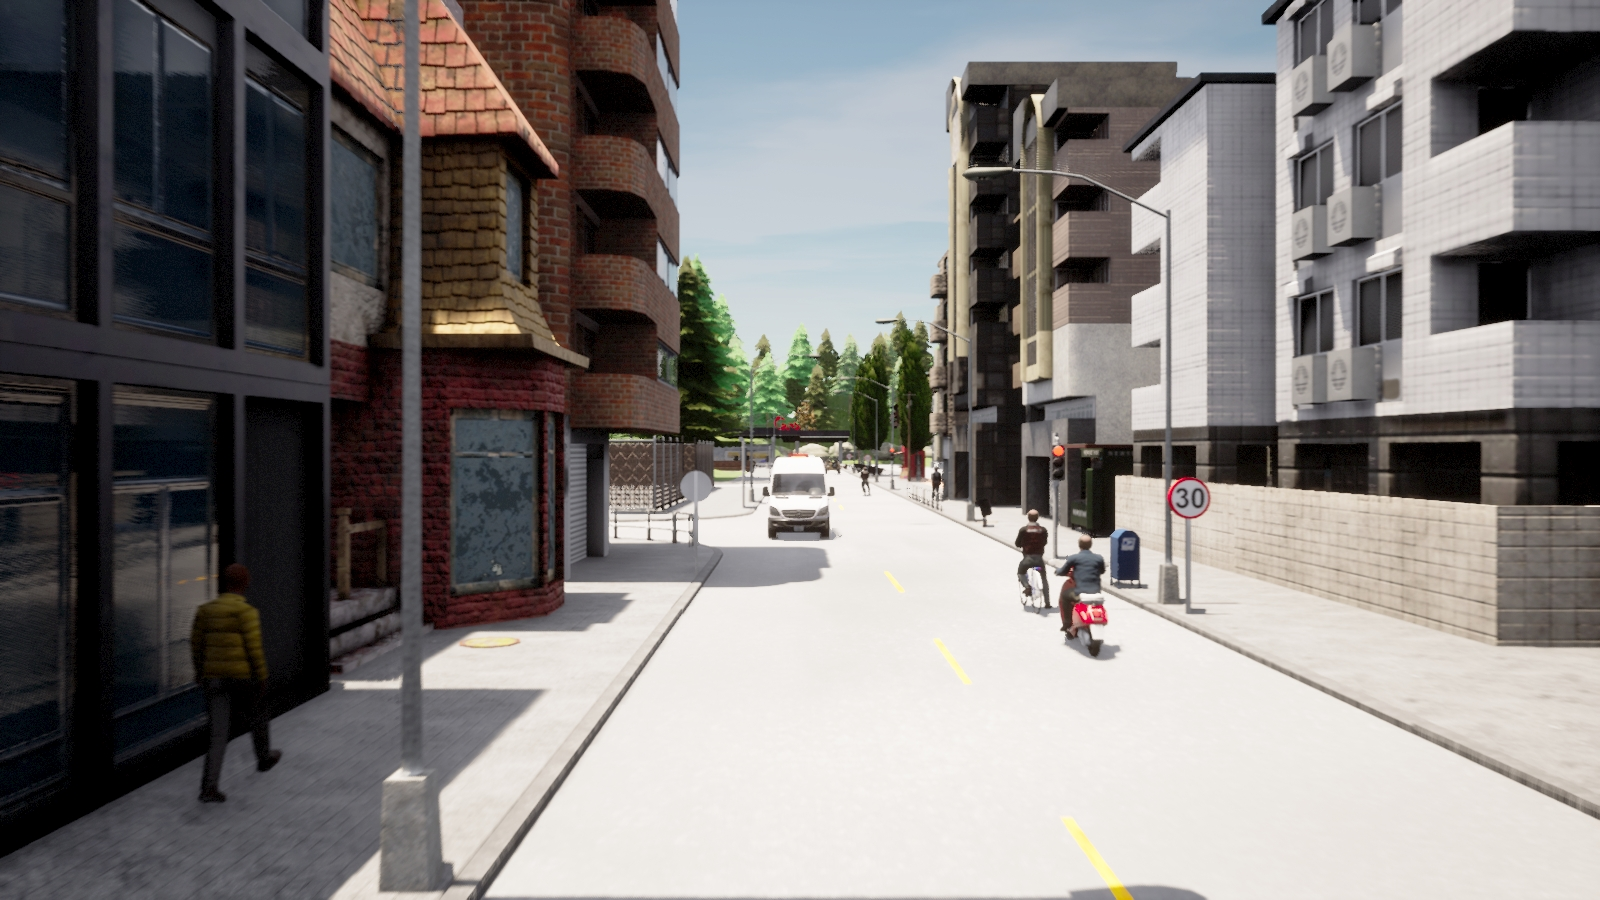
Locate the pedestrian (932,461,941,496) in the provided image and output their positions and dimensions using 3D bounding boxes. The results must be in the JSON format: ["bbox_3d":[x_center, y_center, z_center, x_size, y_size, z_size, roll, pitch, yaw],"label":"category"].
[{"bbox_3d":[7.240,1.523,60.618,0.375,1.860,0.375,0,0,-8],"label":"pedestrian"}]

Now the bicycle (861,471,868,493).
[{"bbox_3d":[3.925,1.940,69.703,0.329,1.271,1.835,0,0,0],"label":"bicycle"}]

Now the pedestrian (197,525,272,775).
[{"bbox_3d":[-4.367,1.523,8.832,0.375,1.860,0.375,0,0,5],"label":"pedestrian"}]

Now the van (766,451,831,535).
[{"bbox_3d":[-0.046,1.314,37.979,1.988,2.561,5.915,0,0,0],"label":"van"}]

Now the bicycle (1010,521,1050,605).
[{"bbox_3d":[4.004,1.940,19.988,0.329,1.271,1.835,0,0,0],"label":"bicycle"}]

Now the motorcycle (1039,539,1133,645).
[{"bbox_3d":[3.998,1.961,16.117,0.856,1.236,1.805,0,1,0],"label":"motorcycle"}]
